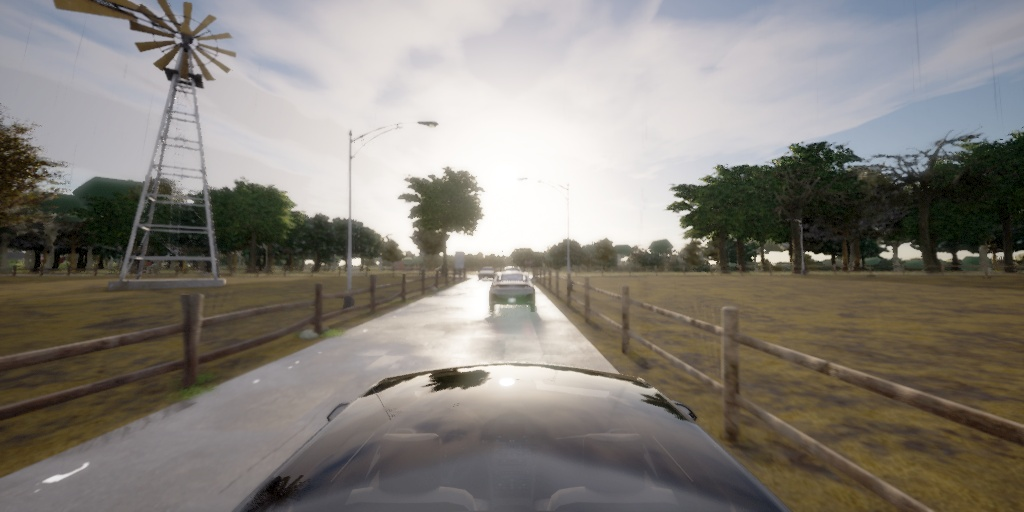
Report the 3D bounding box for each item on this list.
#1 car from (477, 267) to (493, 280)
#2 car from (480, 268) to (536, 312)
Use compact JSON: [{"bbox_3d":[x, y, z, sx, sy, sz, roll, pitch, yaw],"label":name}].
[{"bbox_3d":[-2.764,1.966,40.479,2.033,1.411,5.357,0,-1,0],"label":"car"},{"bbox_3d":[0.015,1.425,15.384,2.128,1.511,4.902,0,-1,0],"label":"car"}]
